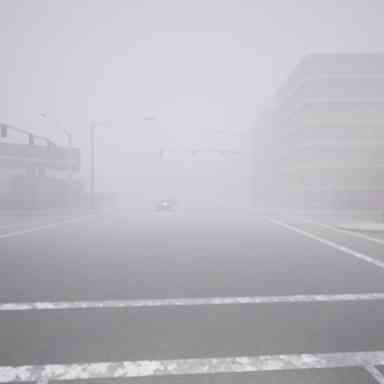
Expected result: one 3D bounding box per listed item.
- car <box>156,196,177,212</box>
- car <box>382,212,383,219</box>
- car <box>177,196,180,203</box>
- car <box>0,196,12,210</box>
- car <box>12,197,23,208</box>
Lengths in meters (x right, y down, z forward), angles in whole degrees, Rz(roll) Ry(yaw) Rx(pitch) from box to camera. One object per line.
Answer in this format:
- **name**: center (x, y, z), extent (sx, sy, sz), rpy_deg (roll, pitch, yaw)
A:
- **car**: center (-3.120, 1.491, 38.884), extent (2.033, 1.411, 5.357), rpy_deg (0, 0, -1)
- **car**: center (16.265, 1.470, 23.757), extent (4.892, 1.490, 1.837), rpy_deg (0, 0, 1)
- **car**: center (-3.248, 1.428, 51.377), extent (1.837, 1.490, 4.892), rpy_deg (0, 1, 0)
- **car**: center (-23.318, 1.241, 37.171), extent (4.611, 1.667, 2.242), rpy_deg (0, 0, 1)
- **car**: center (-24.035, 1.393, 42.922), extent (3.806, 1.475, 1.970), rpy_deg (0, 0, 1)
